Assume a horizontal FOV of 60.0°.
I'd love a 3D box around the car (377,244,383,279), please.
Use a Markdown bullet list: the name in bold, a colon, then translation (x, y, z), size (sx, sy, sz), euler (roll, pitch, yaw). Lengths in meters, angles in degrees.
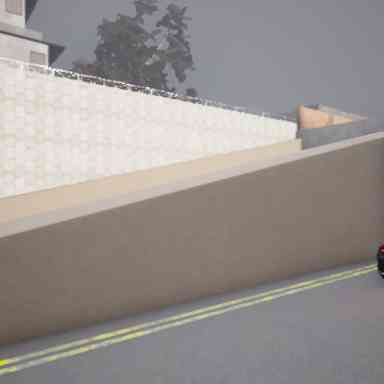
- **car**: translation (6.635, 1.528, 8.580), size (4.892, 1.490, 1.837), euler (0, 0, -36)
